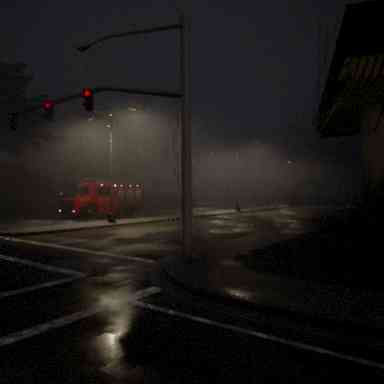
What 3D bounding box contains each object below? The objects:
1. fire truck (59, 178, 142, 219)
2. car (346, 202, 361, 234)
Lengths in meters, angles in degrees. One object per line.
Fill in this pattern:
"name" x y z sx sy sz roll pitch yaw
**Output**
"fire truck" -9.043 0.595 33.901 2.891 3.827 8.468 -1 0 36
"car" 9.650 1.318 17.588 2.242 1.667 4.611 -1 0 37
